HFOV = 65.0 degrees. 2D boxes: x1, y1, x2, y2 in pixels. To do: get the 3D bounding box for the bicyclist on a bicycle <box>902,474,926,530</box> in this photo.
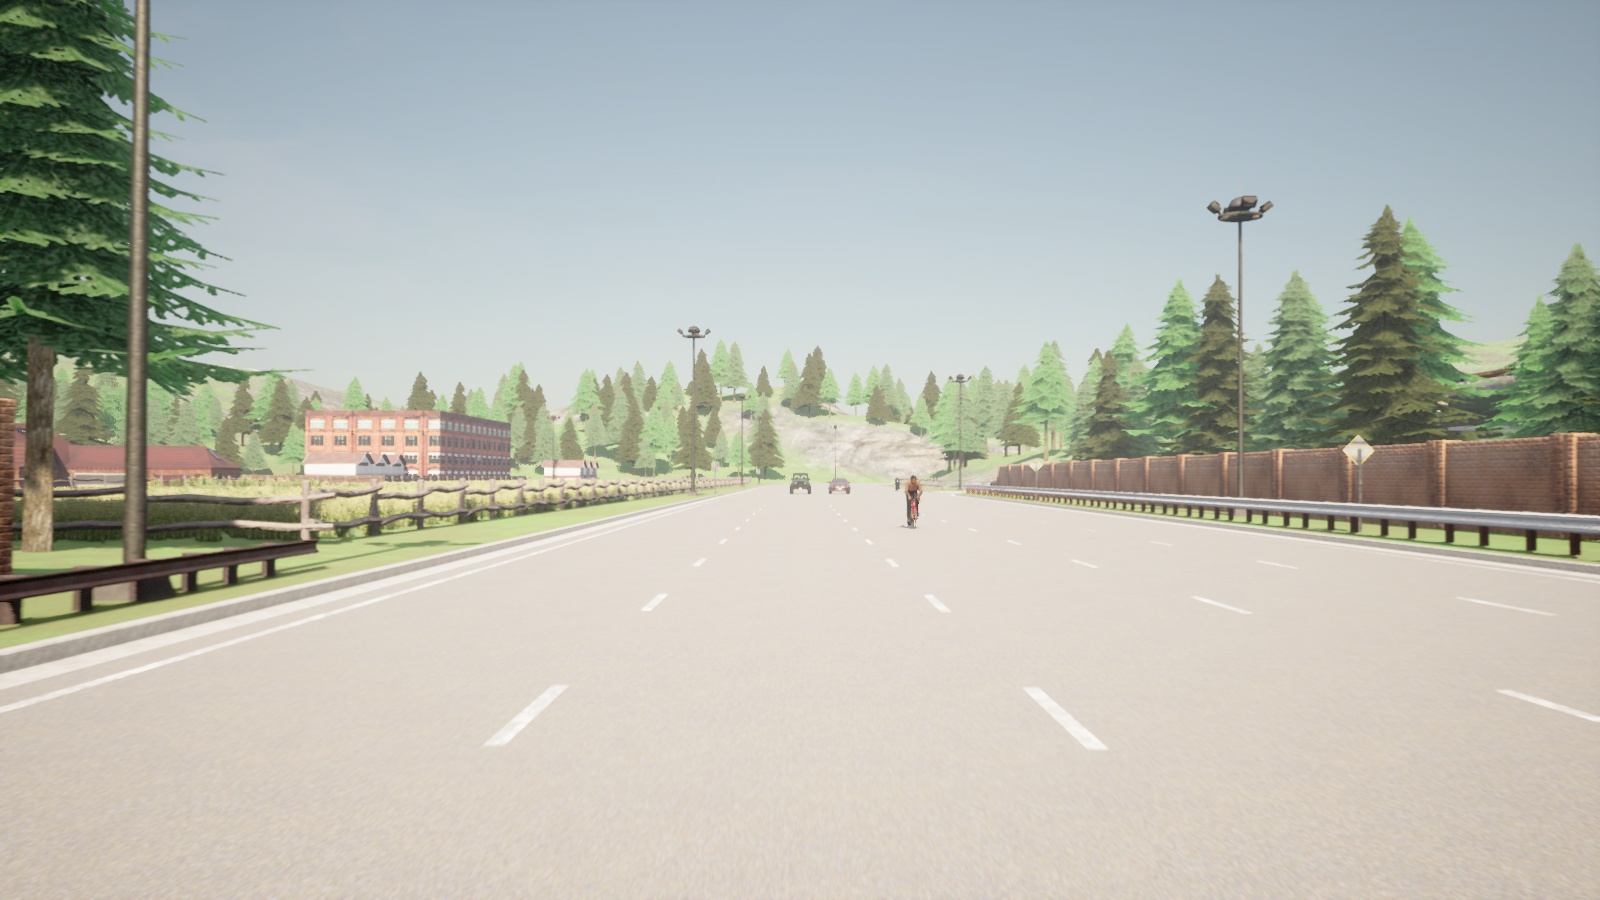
[{"bbox_3d":[3.405,1.546,37.589,0.582,1.620,1.656,0,-1,0],"label":"bicyclist on a bicycle"}]
